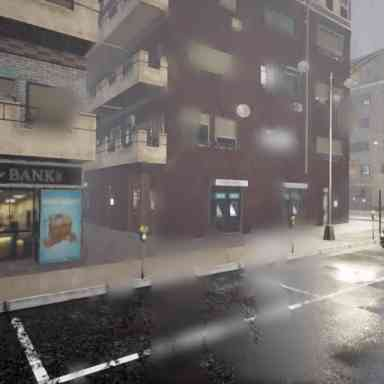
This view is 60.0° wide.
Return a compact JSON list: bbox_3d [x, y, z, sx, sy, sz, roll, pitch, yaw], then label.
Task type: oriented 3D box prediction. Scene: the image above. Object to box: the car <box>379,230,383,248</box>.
[{"bbox_3d":[9.106,1.554,13.147,4.403,1.369,2.008,0,1,-35],"label":"car"}]
